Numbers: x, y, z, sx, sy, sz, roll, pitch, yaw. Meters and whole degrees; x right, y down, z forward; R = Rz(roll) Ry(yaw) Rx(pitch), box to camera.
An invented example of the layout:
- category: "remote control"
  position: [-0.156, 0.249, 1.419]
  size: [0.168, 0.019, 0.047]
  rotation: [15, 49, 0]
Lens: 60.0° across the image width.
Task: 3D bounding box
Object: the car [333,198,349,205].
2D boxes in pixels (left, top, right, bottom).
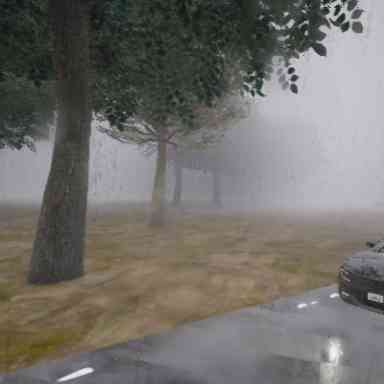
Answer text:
- category: "car"
  position: [33.723, 2.117, 74.485]
  size: [2.033, 1.411, 5.357]
  rotation: [1, -1, 14]

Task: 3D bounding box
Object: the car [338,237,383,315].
- category: "car"
  position: [5.056, 1.492, 7.040]
  size: [5.008, 1.535, 1.882]
  rotation: [0, 0, -37]

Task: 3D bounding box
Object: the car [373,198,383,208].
- category: "car"
  position: [32.581, 1.837, 56.120]
  size: [2.097, 1.767, 4.553]
  rotation: [2, -1, 1]
